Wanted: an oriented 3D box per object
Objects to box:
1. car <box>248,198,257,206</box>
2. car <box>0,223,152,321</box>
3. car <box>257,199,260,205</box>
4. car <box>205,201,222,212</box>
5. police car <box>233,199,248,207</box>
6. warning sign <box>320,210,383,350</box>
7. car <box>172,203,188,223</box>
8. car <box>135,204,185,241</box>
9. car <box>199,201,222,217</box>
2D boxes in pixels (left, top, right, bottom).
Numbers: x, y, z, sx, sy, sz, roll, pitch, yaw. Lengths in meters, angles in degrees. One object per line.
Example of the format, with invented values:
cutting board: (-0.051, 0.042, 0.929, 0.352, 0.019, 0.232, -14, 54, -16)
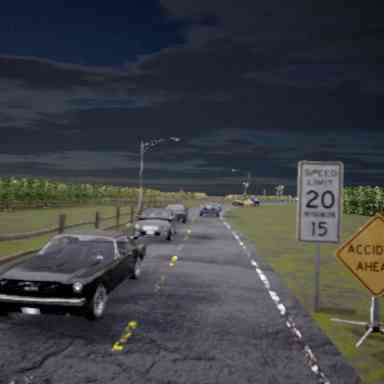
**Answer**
car: (13.981, 2.634, 83.057, 1.801, 1.575, 5.366, 2, 0, 23)
car: (-2.384, 1.591, 7.439, 1.895, 1.301, 4.718, 2, -1, 4)
car: (16.363, 2.514, 88.294, 2.150, 2.045, 5.566, 2, 0, 26)
car: (3.236, 2.130, 48.499, 1.994, 1.385, 4.181, 2, 0, 10)
police car: (10.379, 2.426, 73.808, 1.930, 1.638, 5.238, 2, 0, 19)
warning sign: (2.818, 1.256, 5.109, 1.300, 1.860, 1.060, 2, -1, 4)
car: (-1.352, 1.697, 27.852, 1.882, 1.535, 5.008, 2, -1, 2)
car: (-1.784, 1.598, 17.535, 2.128, 1.511, 4.902, 2, -1, 3)
car: (2.010, 1.773, 37.338, 2.097, 1.767, 4.553, 2, -1, 5)
